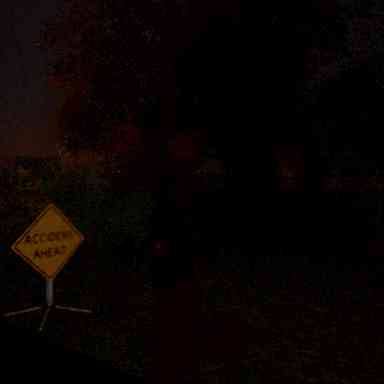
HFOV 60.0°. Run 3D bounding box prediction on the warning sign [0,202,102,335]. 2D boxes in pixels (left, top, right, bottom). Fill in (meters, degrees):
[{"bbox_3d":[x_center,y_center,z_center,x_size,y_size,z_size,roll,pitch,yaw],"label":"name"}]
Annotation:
[{"bbox_3d":[-2.390,1.125,5.599,1.060,1.860,1.300,0,0,35],"label":"warning sign"}]
